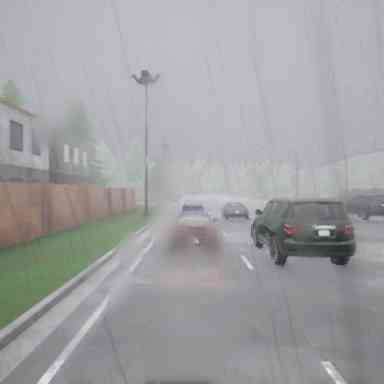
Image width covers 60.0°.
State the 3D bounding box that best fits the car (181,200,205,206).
[{"bbox_3d":[0.087,1.438,29.399,1.882,1.535,5.008,0,0,0],"label":"car"}]

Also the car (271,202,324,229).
[{"bbox_3d":[7.064,1.517,22.939,2.033,1.411,5.357,0,0,0],"label":"car"}]

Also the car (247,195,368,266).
[{"bbox_3d":[3.583,1.205,11.677,2.150,2.045,5.566,0,0,0],"label":"car"}]

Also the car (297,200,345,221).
[{"bbox_3d":[10.584,1.454,27.828,2.128,1.511,4.902,0,0,0],"label":"car"}]

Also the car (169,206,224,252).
[{"bbox_3d":[0.087,1.507,13.598,1.812,1.442,4.674,0,0,0],"label":"car"}]

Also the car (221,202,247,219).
[{"bbox_3d":[3.585,1.526,28.318,1.994,1.385,4.181,0,0,0],"label":"car"}]

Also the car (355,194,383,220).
[{"bbox_3d":[14.084,1.184,26.851,2.150,2.045,5.566,0,0,0],"label":"car"}]
